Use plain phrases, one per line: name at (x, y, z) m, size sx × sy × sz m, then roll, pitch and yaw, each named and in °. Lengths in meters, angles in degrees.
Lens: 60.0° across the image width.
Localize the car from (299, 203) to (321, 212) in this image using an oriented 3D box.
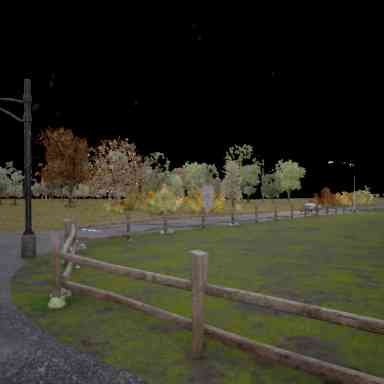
car at (18.924, 2.449, 52.945) m, size 2.033 × 1.411 × 5.357 m, roll -1°, pitch -2°, yaw 40°
